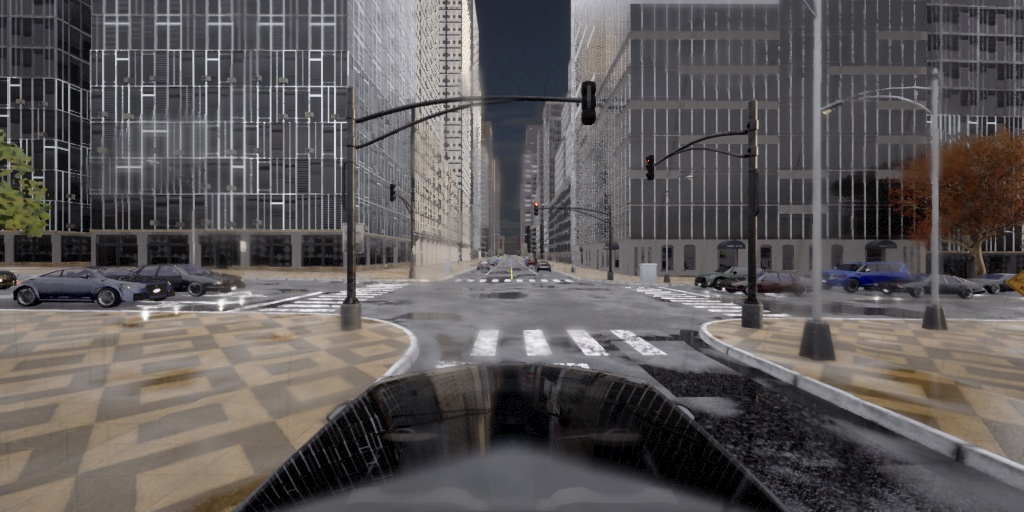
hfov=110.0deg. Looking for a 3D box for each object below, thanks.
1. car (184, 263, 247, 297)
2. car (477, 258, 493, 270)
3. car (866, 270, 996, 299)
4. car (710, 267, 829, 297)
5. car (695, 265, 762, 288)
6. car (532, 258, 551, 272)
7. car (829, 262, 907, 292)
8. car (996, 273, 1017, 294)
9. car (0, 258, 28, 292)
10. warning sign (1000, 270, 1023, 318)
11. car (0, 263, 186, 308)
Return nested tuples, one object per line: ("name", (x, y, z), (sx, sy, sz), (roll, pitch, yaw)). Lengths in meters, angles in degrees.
("car", (-15.353, 1.040, 16.397), (5.357, 1.411, 2.033), (1, 0, 0))
("car", (-4.030, 1.342, 51.165), (1.802, 1.307, 4.207), (0, 0, 0))
("car", (25.187, 1.775, 21.699), (5.357, 1.411, 2.033), (1, 0, -3))
("car", (15.128, 1.595, 21.230), (5.357, 1.411, 2.033), (1, 0, -3))
("car", (14.996, 1.396, 24.479), (4.553, 1.767, 2.097), (1, 0, -3))
("car", (3.924, 1.329, 45.673), (1.948, 1.339, 4.313), (0, 0, 0))
("car", (24.339, 1.433, 24.911), (5.566, 2.045, 2.150), (1, 0, -3))
("car", (34.567, 1.942, 25.384), (5.357, 1.411, 2.033), (1, 0, -3))
("car", (-25.275, 0.816, 15.905), (4.892, 1.490, 1.837), (1, 0, -3))
("warning sign", (17.274, 1.204, 11.872), (1.060, 1.860, 1.300), (0, 0, -3))
("car", (-15.079, 1.063, 13.122), (4.181, 1.385, 1.994), (1, 0, -3))
